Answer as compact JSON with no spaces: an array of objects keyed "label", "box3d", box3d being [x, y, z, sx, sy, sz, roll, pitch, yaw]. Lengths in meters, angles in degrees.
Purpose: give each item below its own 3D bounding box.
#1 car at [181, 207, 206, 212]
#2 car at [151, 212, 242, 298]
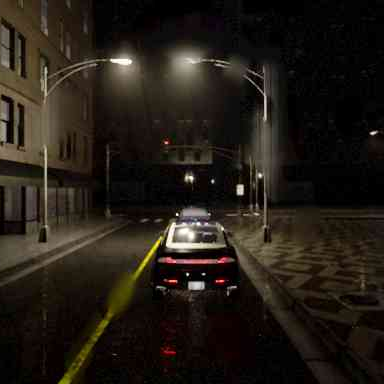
[{"label":"car","box3d":[0.096,1.557,18.612,2.033,1.411,5.357,0,0,-2]},{"label":"car","box3d":[0.089,1.496,8.501,2.128,1.511,4.902,0,0,0]}]
